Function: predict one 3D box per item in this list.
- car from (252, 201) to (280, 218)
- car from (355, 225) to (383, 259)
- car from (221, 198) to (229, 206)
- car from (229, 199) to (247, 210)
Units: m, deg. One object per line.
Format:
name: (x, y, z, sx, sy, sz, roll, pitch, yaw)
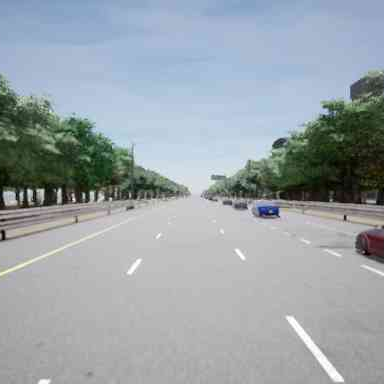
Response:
car: (7.059, 1.643, 32.216, 1.882, 1.535, 5.008, 0, -1, 0)
car: (7.008, 1.582, 10.576, 1.994, 1.385, 4.181, 0, 0, 0)
car: (7.267, 2.066, 69.381, 1.812, 1.442, 4.674, 0, -1, 0)
car: (7.139, 1.854, 49.737, 1.812, 1.442, 4.674, 0, -1, 0)
